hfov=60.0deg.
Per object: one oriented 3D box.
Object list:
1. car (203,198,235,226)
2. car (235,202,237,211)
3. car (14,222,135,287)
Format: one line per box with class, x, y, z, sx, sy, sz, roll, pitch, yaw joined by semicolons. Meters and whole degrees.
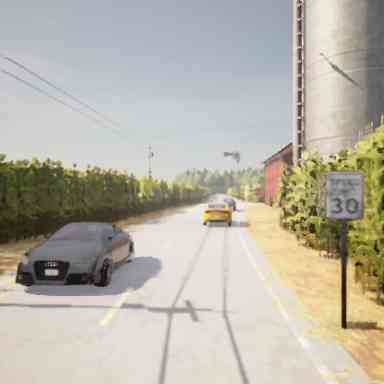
car;1.860;1.441;23.469;1.882;1.535;5.008;0;0;7
car;4.392;1.486;40.172;2.033;1.411;5.357;0;0;8
car;-2.923;1.545;9.182;1.994;1.385;4.181;0;0;3
